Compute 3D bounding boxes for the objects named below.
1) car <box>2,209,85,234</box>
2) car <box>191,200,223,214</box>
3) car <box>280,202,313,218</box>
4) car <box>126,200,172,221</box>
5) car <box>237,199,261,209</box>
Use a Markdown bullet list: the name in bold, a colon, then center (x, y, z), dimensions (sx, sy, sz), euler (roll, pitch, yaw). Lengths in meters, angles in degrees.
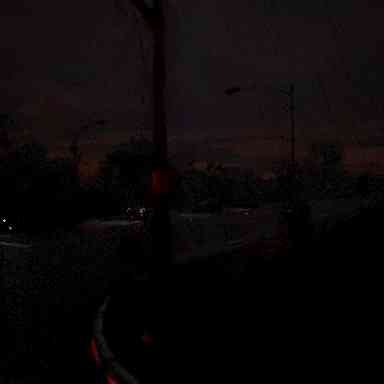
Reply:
- **car**: center (-9.226, 1.768, 20.981), dimensions (1.895, 1.301, 4.718), euler (-1, 0, 33)
- **car**: center (1.802, 1.654, 38.412), dimensions (1.882, 1.535, 5.008), euler (-1, 0, 32)
- **car**: center (9.830, 1.631, 31.115), dimensions (2.033, 1.411, 5.357), euler (-1, 0, 32)
- **car**: center (-3.771, 1.524, 29.602), dimensions (2.097, 1.767, 4.553), euler (-1, 0, 32)
- **car**: center (8.467, 1.728, 48.833), dimensions (2.033, 1.411, 5.357), euler (-1, 0, 33)
